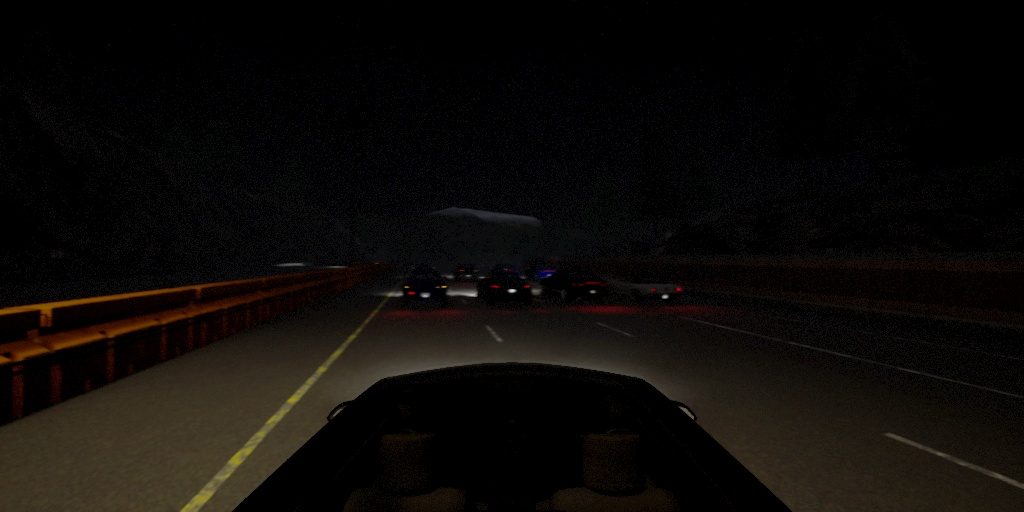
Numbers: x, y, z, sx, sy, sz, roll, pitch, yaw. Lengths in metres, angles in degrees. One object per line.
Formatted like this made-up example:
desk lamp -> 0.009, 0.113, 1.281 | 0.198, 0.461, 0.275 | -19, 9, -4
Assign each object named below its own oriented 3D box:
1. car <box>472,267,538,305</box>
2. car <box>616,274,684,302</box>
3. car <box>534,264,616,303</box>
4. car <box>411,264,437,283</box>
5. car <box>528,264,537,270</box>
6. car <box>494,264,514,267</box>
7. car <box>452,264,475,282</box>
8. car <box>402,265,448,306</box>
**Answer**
car -> -0.471, 1.418, 16.806 | 1.994, 1.385, 4.181 | 1, 0, -14
car -> 6.364, 1.553, 18.323 | 1.895, 1.301, 4.718 | 1, 0, -14
car -> 2.884, 1.382, 17.832 | 1.882, 1.535, 5.008 | 1, 0, -14
car -> -7.500, 1.427, 30.513 | 1.994, 1.385, 4.181 | 1, 0, -14
car -> 2.644, 1.490, 33.233 | 1.882, 1.535, 5.008 | 1, 0, -14
car -> -0.753, 1.441, 32.394 | 1.882, 1.535, 5.008 | 1, 0, -14
car -> -4.106, 1.405, 31.363 | 2.128, 1.511, 4.902 | 1, 0, -14
car -> -3.882, 1.329, 16.034 | 1.812, 1.442, 4.674 | 1, 0, -14
